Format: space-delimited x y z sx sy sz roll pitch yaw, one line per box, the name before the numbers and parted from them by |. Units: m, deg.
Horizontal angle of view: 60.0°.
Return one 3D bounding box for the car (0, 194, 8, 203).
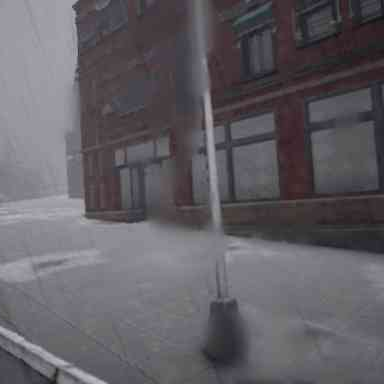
car | -31.724 1.130 53.716 1.837 1.490 4.892 -5 2 2
